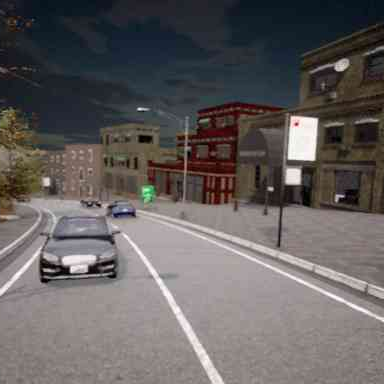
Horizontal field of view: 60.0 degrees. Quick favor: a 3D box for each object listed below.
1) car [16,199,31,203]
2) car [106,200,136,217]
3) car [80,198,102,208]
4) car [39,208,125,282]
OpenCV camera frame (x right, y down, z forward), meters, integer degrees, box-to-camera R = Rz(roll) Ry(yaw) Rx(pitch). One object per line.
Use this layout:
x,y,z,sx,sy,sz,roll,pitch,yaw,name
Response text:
-32.309,1.277,63.733,1.837,1.490,4.892,-3,1,-40,car
-6.193,1.413,28.707,1.994,1.385,4.181,0,1,-23,car
-12.858,1.354,42.109,1.895,1.301,4.718,-1,1,-29,car
-3.209,1.438,9.746,2.128,1.511,4.902,1,0,-17,car
